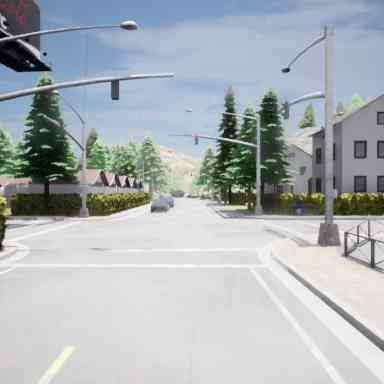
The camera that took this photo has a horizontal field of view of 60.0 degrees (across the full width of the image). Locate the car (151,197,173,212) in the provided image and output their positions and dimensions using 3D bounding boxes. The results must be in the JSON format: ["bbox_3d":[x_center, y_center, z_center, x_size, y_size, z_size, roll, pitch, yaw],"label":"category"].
[{"bbox_3d":[-3.623,1.547,38.459,2.033,1.411,5.357,0,0,0],"label":"car"}]
